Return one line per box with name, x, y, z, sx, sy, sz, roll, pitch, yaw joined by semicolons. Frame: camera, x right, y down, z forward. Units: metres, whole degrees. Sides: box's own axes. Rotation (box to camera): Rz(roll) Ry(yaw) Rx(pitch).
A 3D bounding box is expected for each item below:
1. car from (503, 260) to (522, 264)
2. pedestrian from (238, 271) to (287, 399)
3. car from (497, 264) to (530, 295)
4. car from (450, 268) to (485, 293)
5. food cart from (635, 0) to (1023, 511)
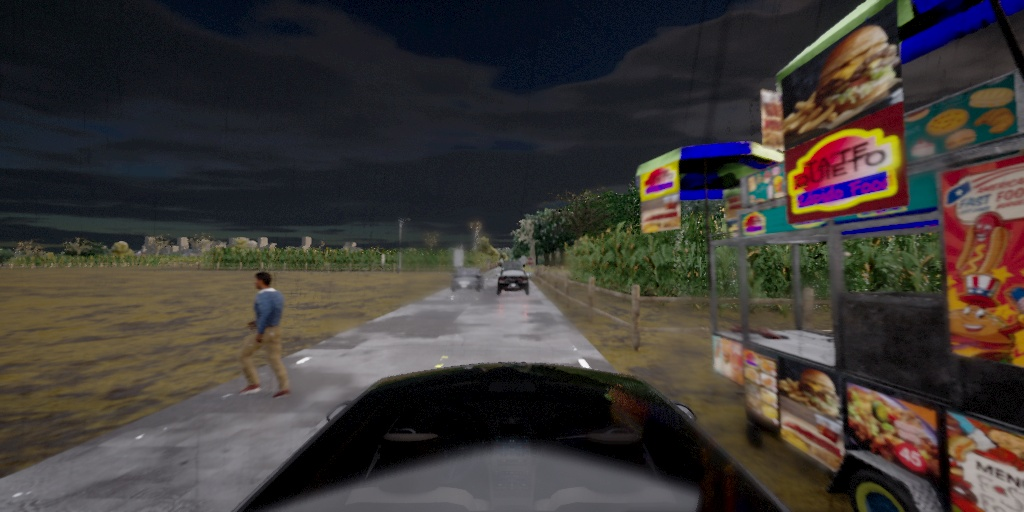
car;0.043;1.384;32.921;2.150;2.045;5.566;0;-1;0
pedestrian;-3.542;1.088;5.113;0.375;1.860;0.375;1;-2;0
car;0.084;1.501;22.364;1.882;1.535;5.008;0;-1;0
car;-2.821;1.531;23.651;2.128;1.511;4.902;0;-1;0
food cart;3.125;0.239;3.460;2.280;3.560;4.660;0;0;0
